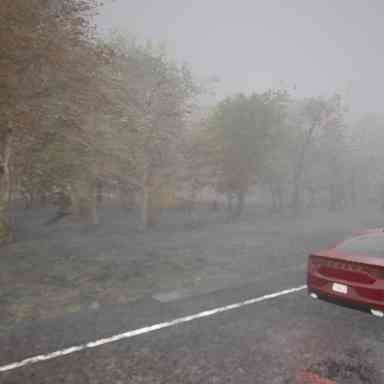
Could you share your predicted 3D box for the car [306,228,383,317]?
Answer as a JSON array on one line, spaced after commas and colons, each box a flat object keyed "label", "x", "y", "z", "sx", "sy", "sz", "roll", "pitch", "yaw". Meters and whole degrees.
[{"label": "car", "x": 4.556, "y": 1.516, "z": 7.178, "sx": 5.008, "sy": 1.535, "sz": 1.882, "roll": 0, "pitch": 0, "yaw": -36}]
